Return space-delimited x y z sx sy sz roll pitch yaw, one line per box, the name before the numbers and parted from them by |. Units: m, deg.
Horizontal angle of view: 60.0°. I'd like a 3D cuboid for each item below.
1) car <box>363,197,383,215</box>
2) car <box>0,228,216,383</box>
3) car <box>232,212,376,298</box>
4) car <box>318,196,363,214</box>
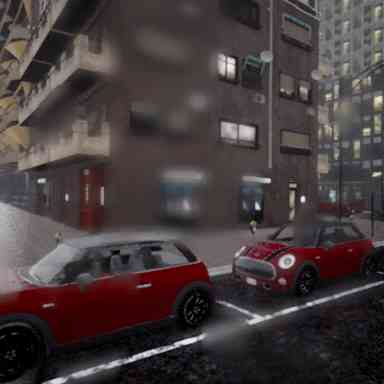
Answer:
car | 18.603 1.359 34.555 2.192 1.841 5.009 2 0 -36
car | -1.655 1.456 5.377 4.097 1.590 1.967 1 0 -35
car | 2.972 1.509 8.674 4.097 1.590 1.967 1 0 -35
car | 11.859 1.261 29.584 2.192 1.841 5.009 2 0 -36
